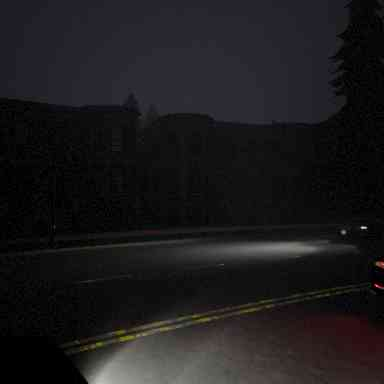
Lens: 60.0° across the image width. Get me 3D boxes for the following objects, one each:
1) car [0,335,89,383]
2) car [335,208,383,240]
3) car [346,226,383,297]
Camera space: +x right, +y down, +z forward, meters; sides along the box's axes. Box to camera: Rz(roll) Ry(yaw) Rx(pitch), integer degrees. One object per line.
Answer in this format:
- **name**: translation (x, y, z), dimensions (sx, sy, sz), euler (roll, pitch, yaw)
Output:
- **car**: translation (-3.091, 1.547, 1.378), dimensions (5.357, 1.411, 2.033), euler (0, 0, -37)
- **car**: translation (8.906, 1.492, 15.228), dimensions (4.902, 1.511, 2.128), euler (0, 0, -19)
- **car**: translation (5.614, 1.492, 6.275), dimensions (4.902, 1.511, 2.128), euler (0, 0, -24)
